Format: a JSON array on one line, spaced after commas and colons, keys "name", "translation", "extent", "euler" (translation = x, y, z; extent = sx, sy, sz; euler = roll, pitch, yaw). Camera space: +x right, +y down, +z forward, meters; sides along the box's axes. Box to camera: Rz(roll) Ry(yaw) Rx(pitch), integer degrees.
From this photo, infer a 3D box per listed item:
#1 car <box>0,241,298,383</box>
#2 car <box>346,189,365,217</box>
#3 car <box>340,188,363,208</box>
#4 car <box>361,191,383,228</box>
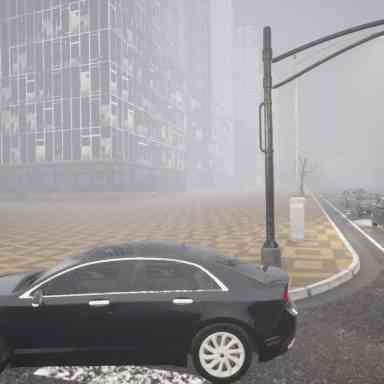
[{"name": "car", "translation": [-1.039, 1.505, 4.758], "extent": [4.892, 1.490, 1.837], "euler": [0, 0, 0]}, {"name": "car", "translation": [11.122, 0.759, 20.671], "extent": [1.994, 1.385, 4.181], "euler": [-1, 2, 17]}, {"name": "car", "translation": [13.125, 0.454, 26.732], "extent": [2.128, 1.511, 4.902], "euler": [-1, 2, 18]}, {"name": "car", "translation": [9.065, 0.928, 14.380], "extent": [2.128, 1.511, 4.902], "euler": [-1, 2, 18]}]
